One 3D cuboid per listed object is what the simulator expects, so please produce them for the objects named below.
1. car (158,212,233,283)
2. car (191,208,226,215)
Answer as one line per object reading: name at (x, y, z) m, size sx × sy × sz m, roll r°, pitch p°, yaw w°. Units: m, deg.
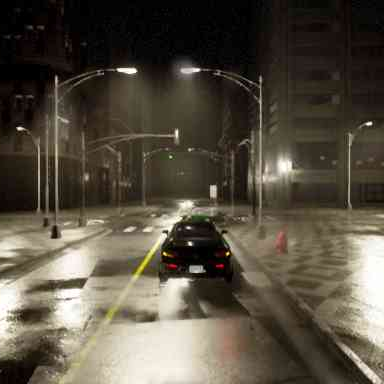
car at (0.094, 1.536, 9.598) m, size 1.812 × 1.442 × 4.674 m, roll 0°, pitch 0°, yaw 0°
car at (0.931, 1.618, 20.901) m, size 1.895 × 1.301 × 4.718 m, roll 0°, pitch 0°, yaw 15°
